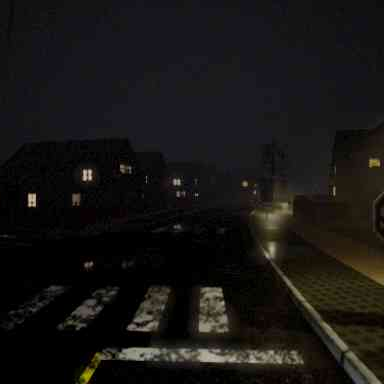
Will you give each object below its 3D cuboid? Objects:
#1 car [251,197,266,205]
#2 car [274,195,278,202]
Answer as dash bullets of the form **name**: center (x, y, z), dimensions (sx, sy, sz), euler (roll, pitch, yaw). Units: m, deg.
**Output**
- **car**: center (11.351, 1.438, 55.947), dimensions (1.895, 1.301, 4.718), euler (0, 0, 24)
- **car**: center (15.529, 1.272, 65.315), dimensions (2.128, 1.511, 4.902), euler (0, 0, 27)
